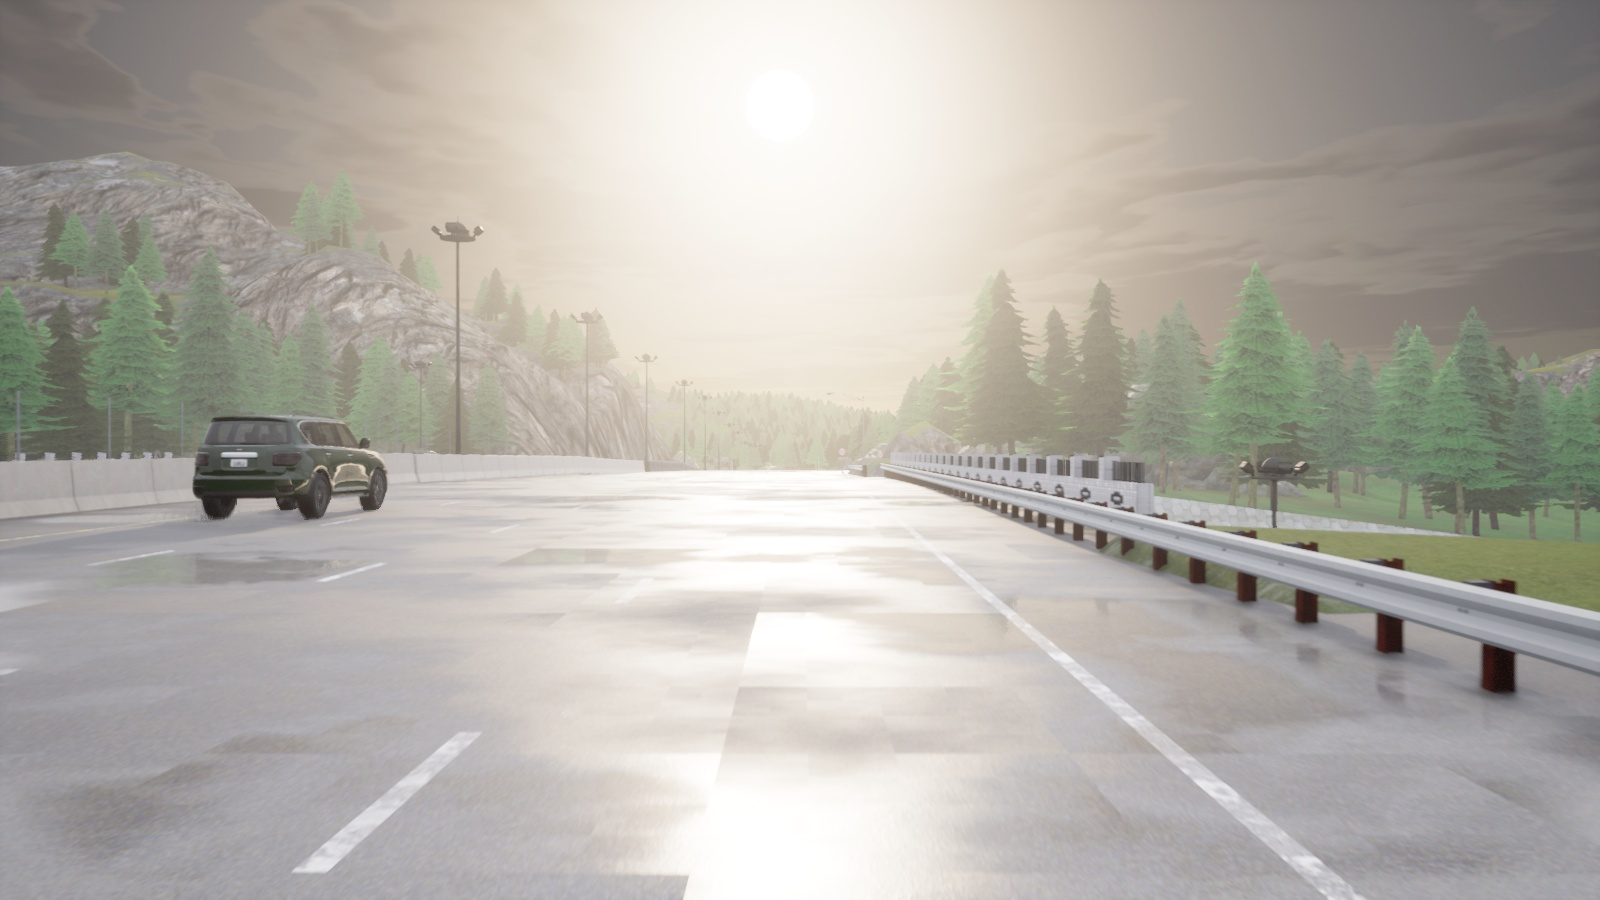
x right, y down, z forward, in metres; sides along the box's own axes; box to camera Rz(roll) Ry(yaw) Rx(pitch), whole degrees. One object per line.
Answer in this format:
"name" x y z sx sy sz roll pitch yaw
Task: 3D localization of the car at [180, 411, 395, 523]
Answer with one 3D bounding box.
"car" -10.339 0.296 25.916 2.150 2.045 5.566 0 0 0
